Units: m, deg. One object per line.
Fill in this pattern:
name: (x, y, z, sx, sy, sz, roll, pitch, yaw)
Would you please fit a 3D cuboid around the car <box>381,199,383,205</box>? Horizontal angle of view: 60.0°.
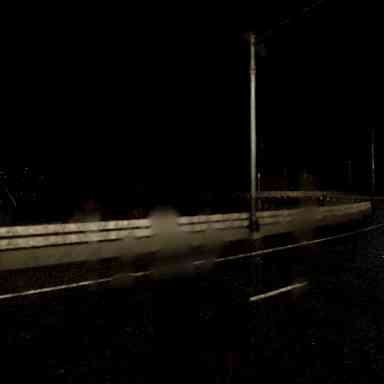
car: (35.693, 1.713, 60.227, 2.128, 1.511, 4.902, 0, 0, 17)
